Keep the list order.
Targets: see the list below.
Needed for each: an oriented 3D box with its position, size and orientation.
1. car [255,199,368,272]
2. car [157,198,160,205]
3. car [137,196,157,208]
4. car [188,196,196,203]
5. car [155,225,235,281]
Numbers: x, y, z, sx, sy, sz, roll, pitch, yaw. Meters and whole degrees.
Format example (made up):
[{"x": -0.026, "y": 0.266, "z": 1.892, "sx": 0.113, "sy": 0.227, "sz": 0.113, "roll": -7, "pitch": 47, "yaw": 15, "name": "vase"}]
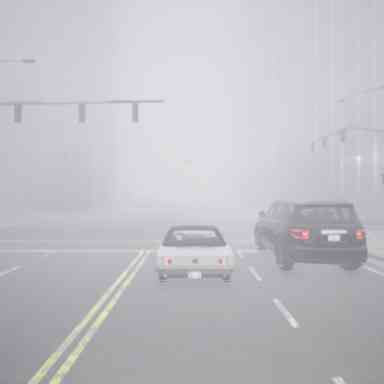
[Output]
[{"x": 3.589, "y": 1.248, "z": 11.069, "sx": 2.150, "sy": 2.045, "sz": 5.566, "roll": 0, "pitch": 0, "yaw": 0, "name": "car"}, {"x": -7.011, "y": 1.685, "z": 61.610, "sx": 2.033, "sy": 1.411, "sz": 5.357, "roll": 0, "pitch": 0, "yaw": 1, "name": "car"}, {"x": -7.074, "y": 1.466, "z": 51.091, "sx": 2.097, "sy": 1.767, "sz": 4.553, "roll": 0, "pitch": 0, "yaw": 0, "name": "car"}, {"x": 0.022, "y": 1.688, "z": 73.387, "sx": 2.128, "sy": 1.511, "sz": 4.902, "roll": 0, "pitch": 0, "yaw": 0, "name": "car"}, {"x": 0.044, "y": 1.623, "z": 9.862, "sx": 1.895, "sy": 1.301, "sz": 4.718, "roll": 0, "pitch": 0, "yaw": -1, "name": "car"}]
